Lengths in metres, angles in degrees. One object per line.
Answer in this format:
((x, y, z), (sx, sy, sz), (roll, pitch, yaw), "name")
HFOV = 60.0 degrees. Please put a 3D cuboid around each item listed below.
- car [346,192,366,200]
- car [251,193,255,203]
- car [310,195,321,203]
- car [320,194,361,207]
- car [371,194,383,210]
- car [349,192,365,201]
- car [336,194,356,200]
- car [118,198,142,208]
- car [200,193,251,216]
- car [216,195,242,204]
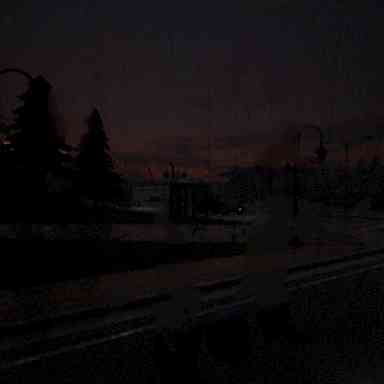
((39.832, 0.935, 80.706), (1.905, 1.878, 3.866), (0, 0, -36), "car")
((8.915, 1.263, 59.332), (2.152, 1.636, 5.027), (0, 0, -36), "car")
((23.015, 1.229, 59.966), (1.845, 1.501, 3.633), (0, 0, -36), "car")
((19.638, 1.317, 44.052), (1.970, 1.475, 3.806), (0, 0, -36), "car")
((21.522, 1.313, 36.281), (1.845, 1.501, 3.633), (0, 0, -36), "car")
((31.174, 1.187, 65.736), (2.007, 1.523, 4.514), (0, 0, -36), "car")
((36.771, 1.226, 79.272), (1.970, 1.475, 3.806), (0, 0, -36), "car")
((-9.128, 1.575, 48.694), (1.895, 1.301, 4.718), (0, 0, -36), "car")
((2.719, 1.197, 32.283), (2.150, 2.045, 5.566), (0, 0, -36), "car")
((6.392, 1.279, 57.467), (2.007, 1.523, 4.514), (0, 0, -36), "car")
